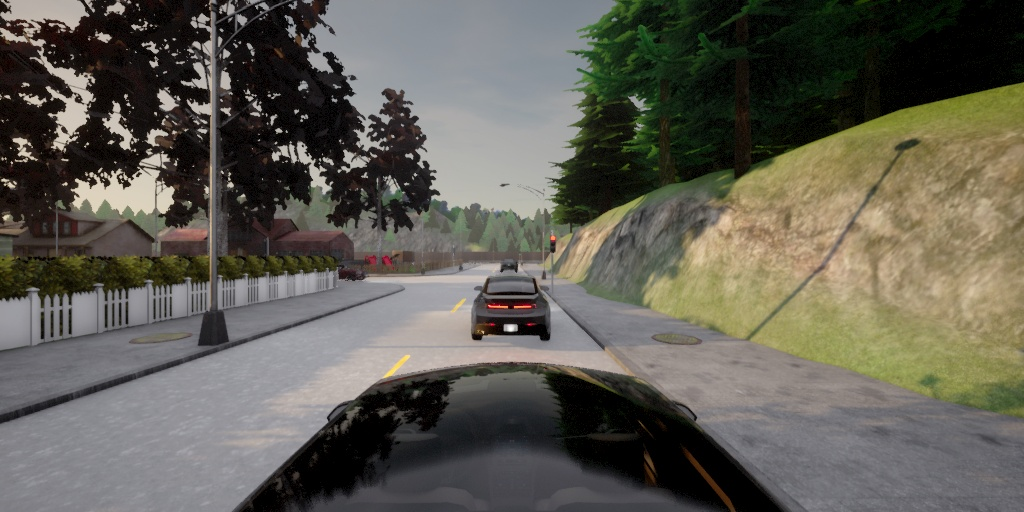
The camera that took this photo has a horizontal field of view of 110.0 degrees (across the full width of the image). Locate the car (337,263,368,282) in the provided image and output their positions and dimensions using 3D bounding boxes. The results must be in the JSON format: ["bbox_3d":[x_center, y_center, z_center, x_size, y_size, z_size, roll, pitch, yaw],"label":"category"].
[{"bbox_3d":[-13.743,1.274,28.089,4.674,1.442,1.812,0,0,0],"label":"car"}]

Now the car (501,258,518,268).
[{"bbox_3d":[-0.349,1.099,46.319,2.097,1.767,4.553,0,0,1],"label":"car"}]

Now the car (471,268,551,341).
[{"bbox_3d":[-0.017,1.254,9.914,1.837,1.490,4.892,0,0,0],"label":"car"}]
